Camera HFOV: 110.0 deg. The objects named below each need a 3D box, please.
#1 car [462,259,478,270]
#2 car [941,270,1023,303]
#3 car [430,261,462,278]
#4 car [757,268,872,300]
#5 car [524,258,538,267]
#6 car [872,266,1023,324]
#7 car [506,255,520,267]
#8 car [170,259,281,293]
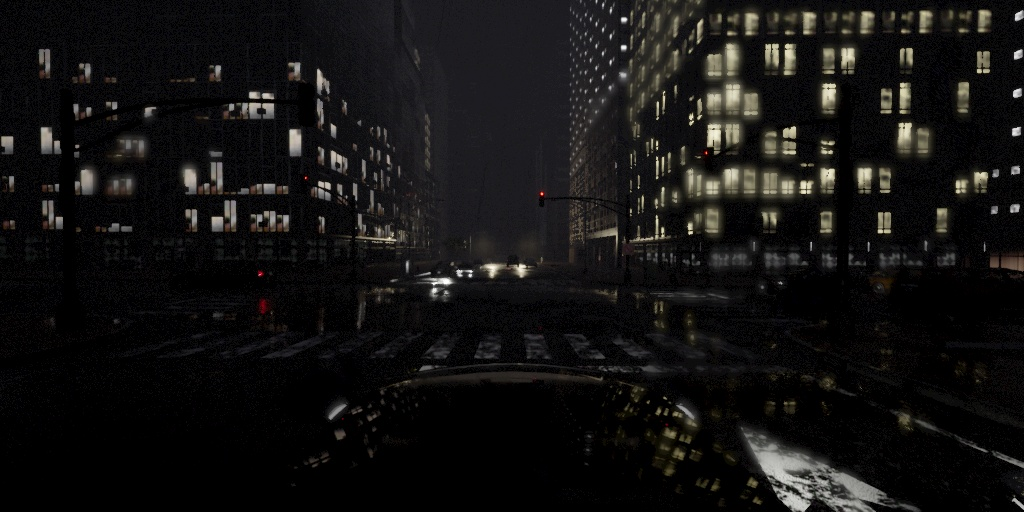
[{"bbox_3d":[-6.455,1.317,51.085,1.895,1.301,4.718,0,0,0],"label":"car"},{"bbox_3d":[25.562,1.504,18.050,5.357,1.411,2.033,0,1,1],"label":"car"},{"bbox_3d":[-6.510,1.223,34.527,2.128,1.511,4.902,0,0,0],"label":"car"},{"bbox_3d":[15.289,1.357,18.286,4.902,1.511,2.128,1,1,2],"label":"car"},{"bbox_3d":[3.428,1.228,63.276,1.812,1.442,4.674,0,0,0],"label":"car"},{"bbox_3d":[16.221,1.281,12.455,5.009,1.841,2.192,0,0,1],"label":"car"},{"bbox_3d":[0.176,0.924,62.898,2.150,2.045,5.566,0,0,0],"label":"car"},{"bbox_3d":[-14.932,0.948,18.833,4.553,1.767,2.097,0,1,-6],"label":"car"}]
